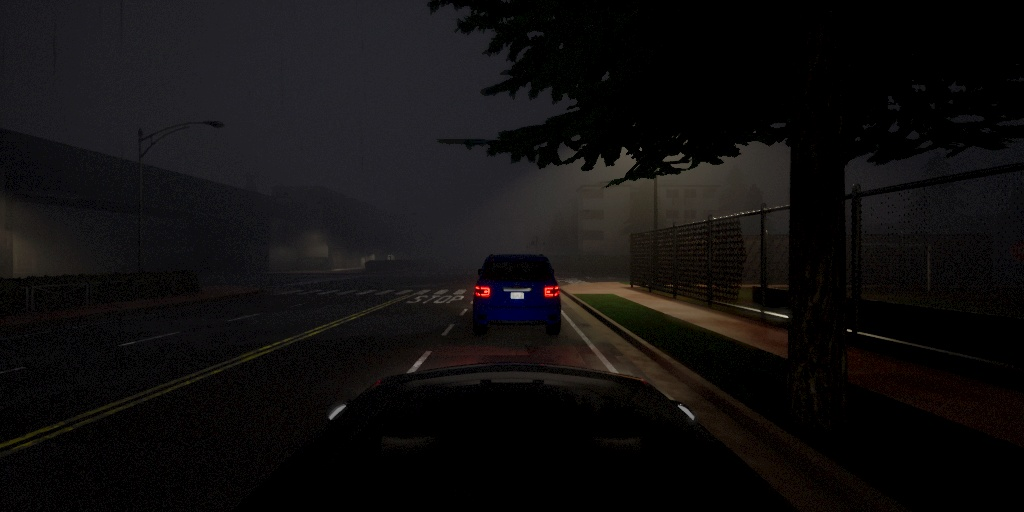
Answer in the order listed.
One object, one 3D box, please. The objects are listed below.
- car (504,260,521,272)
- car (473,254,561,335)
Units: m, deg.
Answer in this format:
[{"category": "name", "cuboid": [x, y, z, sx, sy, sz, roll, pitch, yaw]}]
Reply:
[{"category": "car", "cuboid": [0.071, 1.242, 46.453, 2.128, 1.511, 4.902, 0, 0, -1]}, {"category": "car", "cuboid": [0.125, 0.972, 10.636, 2.150, 2.045, 5.566, 0, 0, 0]}]
